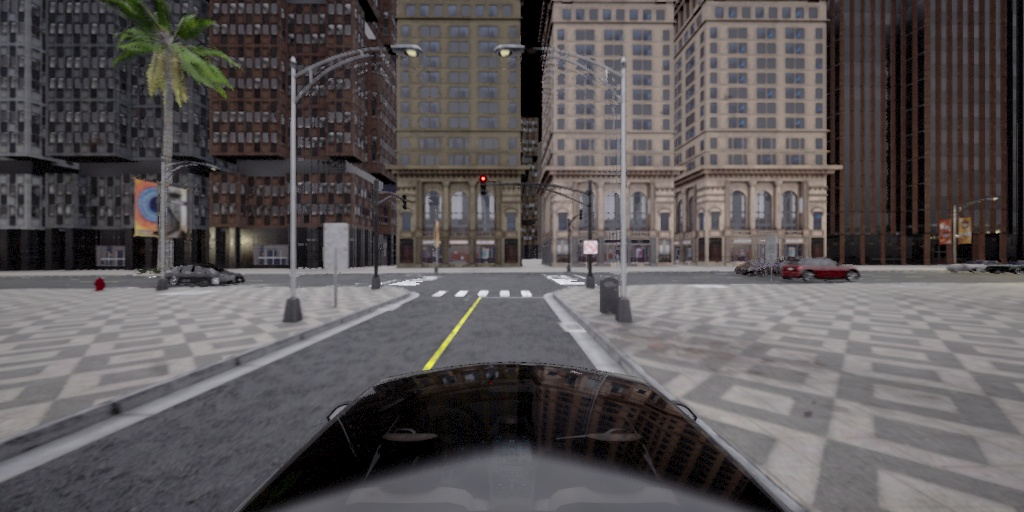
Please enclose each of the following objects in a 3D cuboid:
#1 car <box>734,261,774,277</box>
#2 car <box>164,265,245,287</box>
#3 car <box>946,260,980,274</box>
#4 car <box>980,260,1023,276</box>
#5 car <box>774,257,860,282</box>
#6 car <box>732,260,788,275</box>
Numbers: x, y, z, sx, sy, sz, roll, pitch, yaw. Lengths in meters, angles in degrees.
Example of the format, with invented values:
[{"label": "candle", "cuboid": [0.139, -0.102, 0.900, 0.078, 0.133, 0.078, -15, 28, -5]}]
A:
[{"label": "car", "cuboid": [23.201, 1.127, 32.286, 5.357, 1.411, 2.033, 0, 0, 0]}, {"label": "car", "cuboid": [-21.638, 1.395, 25.286, 4.892, 1.490, 1.837, 1, 0, -1]}, {"label": "car", "cuboid": [46.378, 1.072, 35.644, 4.718, 1.301, 1.895, 0, 0, 0]}, {"label": "car", "cuboid": [46.092, 1.071, 32.395, 4.718, 1.301, 1.895, 0, 0, 0]}, {"label": "car", "cuboid": [22.016, 0.929, 25.675, 4.553, 1.767, 2.097, 0, 0, -1]}, {"label": "car", "cuboid": [24.466, 1.140, 35.540, 4.181, 1.385, 1.994, 0, 0, 0]}]
